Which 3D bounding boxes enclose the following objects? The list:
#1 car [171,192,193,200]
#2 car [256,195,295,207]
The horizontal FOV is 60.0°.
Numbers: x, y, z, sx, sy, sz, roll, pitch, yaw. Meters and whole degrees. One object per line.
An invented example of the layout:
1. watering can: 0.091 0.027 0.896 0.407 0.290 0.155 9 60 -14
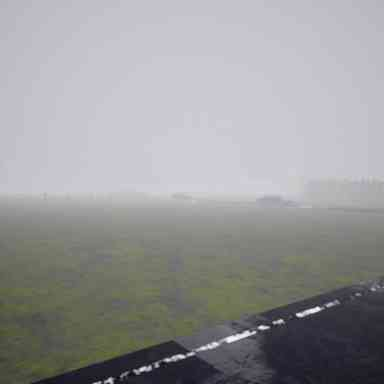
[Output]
1. car: -1.946 0.766 61.473 2.033 1.411 5.357 -1 1 -36
2. car: 10.822 1.104 43.562 2.033 1.411 5.357 -1 1 -36
